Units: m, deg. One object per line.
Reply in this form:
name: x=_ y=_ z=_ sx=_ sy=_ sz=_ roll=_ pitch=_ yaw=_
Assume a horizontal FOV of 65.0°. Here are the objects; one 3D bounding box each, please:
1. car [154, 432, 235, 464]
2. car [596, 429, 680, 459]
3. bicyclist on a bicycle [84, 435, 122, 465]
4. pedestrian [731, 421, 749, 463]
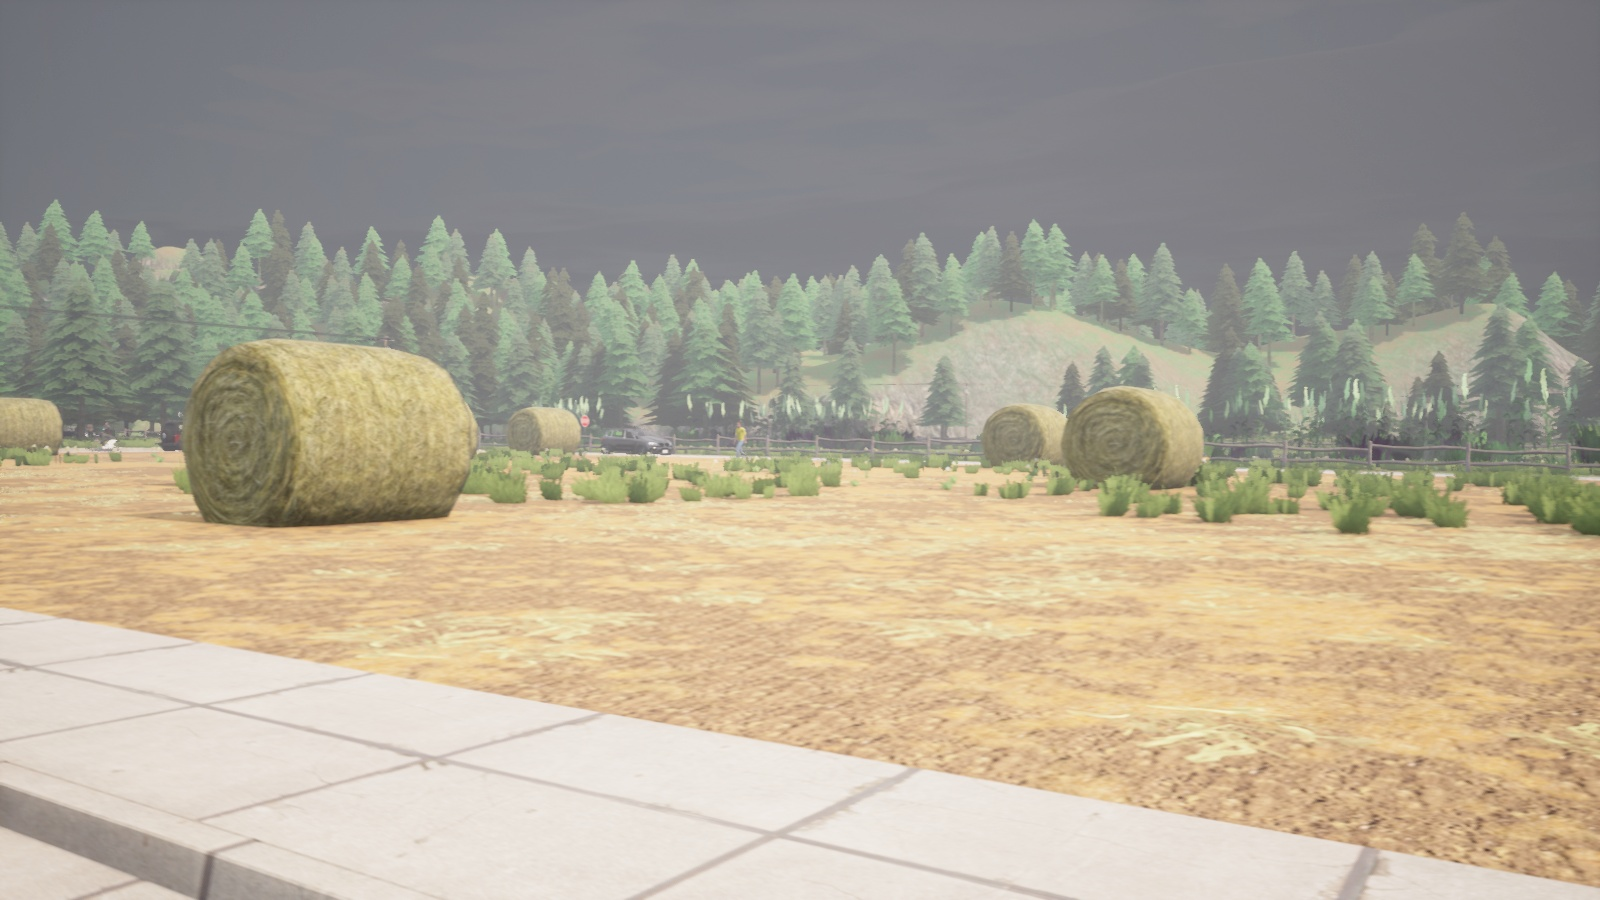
car: x=-35.964 y=-0.139 z=74.652 sx=1.905 sy=1.878 sz=3.866 roll=0 pitch=1 yaw=35
car: x=-9.520 y=-0.353 z=73.790 sx=4.611 sy=1.667 sz=2.242 roll=0 pitch=1 yaw=37
bicyclist on a bicycle: x=-40.891 y=-0.007 z=73.678 sx=0.659 sy=1.776 sz=1.843 roll=0 pitch=1 yaw=35
pedestrian: x=-2.639 y=-0.362 z=55.136 sx=0.706 sy=1.836 sz=0.354 roll=-1 pitch=1 yaw=-42
